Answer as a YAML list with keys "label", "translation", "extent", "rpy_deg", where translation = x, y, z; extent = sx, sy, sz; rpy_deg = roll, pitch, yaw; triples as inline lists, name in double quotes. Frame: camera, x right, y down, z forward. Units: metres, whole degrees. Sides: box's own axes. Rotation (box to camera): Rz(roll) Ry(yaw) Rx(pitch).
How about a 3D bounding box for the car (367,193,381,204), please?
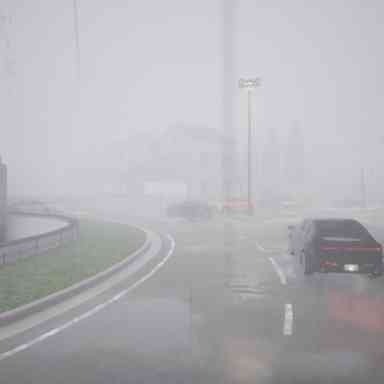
- label: "car"
  translation: [34.813, 1.164, 62.103]
  extent: [5.566, 2.045, 2.150]
  rpy_deg: [0, 0, -39]

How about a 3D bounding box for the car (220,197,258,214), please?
- label: "car"
  translation: [4.205, 1.324, 35.114]
  extent: [4.553, 1.767, 2.097]
  rpy_deg: [0, 0, -28]

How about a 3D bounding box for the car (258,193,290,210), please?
- label: "car"
  translation: [10.747, 1.177, 43.056]
  extent: [5.566, 2.045, 2.150]
  rpy_deg: [-1, 1, -38]

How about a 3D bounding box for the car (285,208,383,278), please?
- label: "car"
  translation: [4.138, 1.497, 10.182]
  extent: [1.837, 1.490, 4.892]
  rpy_deg: [0, 1, 10]

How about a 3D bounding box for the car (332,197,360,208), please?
- label: "car"
  translation: [21.876, 1.556, 47.363]
  extent: [4.718, 1.301, 1.895]
  rpy_deg: [0, 0, -38]

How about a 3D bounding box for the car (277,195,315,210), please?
- label: "car"
  translation: [12.944, 1.441, 40.342]
  extent: [5.008, 1.535, 1.882]
  rpy_deg: [0, 0, -37]

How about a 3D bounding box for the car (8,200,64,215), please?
- label: "car"
  translation: [-14.772, 1.505, 31.990]
  extent: [4.674, 1.442, 1.812]
  rpy_deg: [0, 0, 5]

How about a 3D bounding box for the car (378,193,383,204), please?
- label: "car"
  translation: [34.951, 1.435, 57.743]
  extent: [4.902, 1.511, 2.128]
  rpy_deg: [0, 0, -38]

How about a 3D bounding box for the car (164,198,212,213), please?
- label: "car"
  translation: [-0.458, 1.462, 36.743]
  extent: [4.902, 1.511, 2.128]
  rpy_deg: [0, 0, -22]

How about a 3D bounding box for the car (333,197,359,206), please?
- label: "car"
  translation: [25.256, 1.549, 54.529]
  extent: [4.718, 1.301, 1.895]
  rpy_deg: [0, 0, -38]

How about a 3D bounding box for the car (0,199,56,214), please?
- label: "car"
  translation: [-17.627, 1.525, 35.492]
  extent: [5.357, 1.411, 2.033]
  rpy_deg: [0, 0, 4]

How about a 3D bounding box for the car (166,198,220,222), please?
- label: "car"
  translation: [-0.294, 1.469, 26.551]
  extent: [2.128, 1.511, 4.902]
  rpy_deg: [0, 0, -34]
